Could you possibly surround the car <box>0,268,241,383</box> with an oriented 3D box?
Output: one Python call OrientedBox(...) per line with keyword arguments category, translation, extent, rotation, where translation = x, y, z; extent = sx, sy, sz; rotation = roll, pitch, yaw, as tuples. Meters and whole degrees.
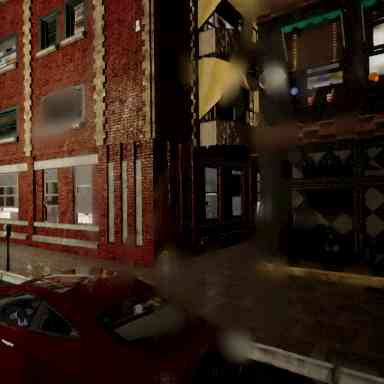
OrientedBox(category="car", translation=(-1.472, 1.583, 3.899), extent=(4.206, 1.307, 1.802), rotation=(0, -1, 36))
